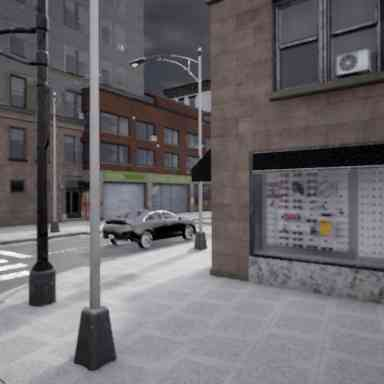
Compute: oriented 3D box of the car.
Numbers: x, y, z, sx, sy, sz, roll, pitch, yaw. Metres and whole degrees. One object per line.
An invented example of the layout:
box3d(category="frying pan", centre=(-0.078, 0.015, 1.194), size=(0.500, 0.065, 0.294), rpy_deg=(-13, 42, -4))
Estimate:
box3d(category="car", centre=(-1.710, 1.507, 14.823), size=(2.128, 1.511, 4.902), rpy_deg=(0, 0, 35))
